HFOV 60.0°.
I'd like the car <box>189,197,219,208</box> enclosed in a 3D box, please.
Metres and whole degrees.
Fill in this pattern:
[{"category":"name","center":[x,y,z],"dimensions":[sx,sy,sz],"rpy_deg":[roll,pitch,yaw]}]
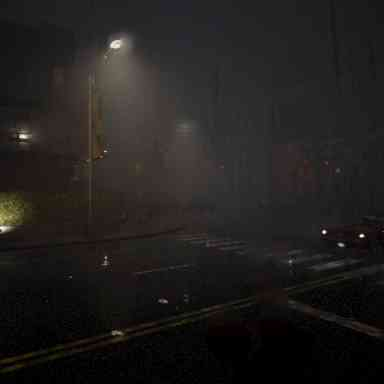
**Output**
[{"category":"car","center":[1.744,1.477,49.483],"dimensions":[1.882,1.535,5.008],"rpy_deg":[0,0,-35]}]

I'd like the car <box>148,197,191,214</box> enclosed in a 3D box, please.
[{"category":"car","center":[-2.414,1.526,34.972],"dimensions":[1.812,1.442,4.674],"rpy_deg":[0,0,-35]}]

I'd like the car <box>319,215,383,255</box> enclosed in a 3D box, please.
[{"category":"car","center":[7.213,1.601,13.329],"dimensions":[4.718,1.301,1.895],"rpy_deg":[0,0,-35]}]

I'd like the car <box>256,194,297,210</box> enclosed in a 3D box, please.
[{"category":"car","center":[10.734,1.221,42.520],"dimensions":[2.150,2.045,5.566],"rpy_deg":[0,0,-34]}]

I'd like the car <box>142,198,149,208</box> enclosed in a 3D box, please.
[{"category":"car","center":[-5.130,1.491,45.096],"dimensions":[2.128,1.511,4.902],"rpy_deg":[0,0,-34]}]

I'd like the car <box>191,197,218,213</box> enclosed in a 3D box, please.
[{"category":"car","center":[0.670,1.564,36.667],"dimensions":[1.994,1.385,4.181],"rpy_deg":[0,0,-35]}]
